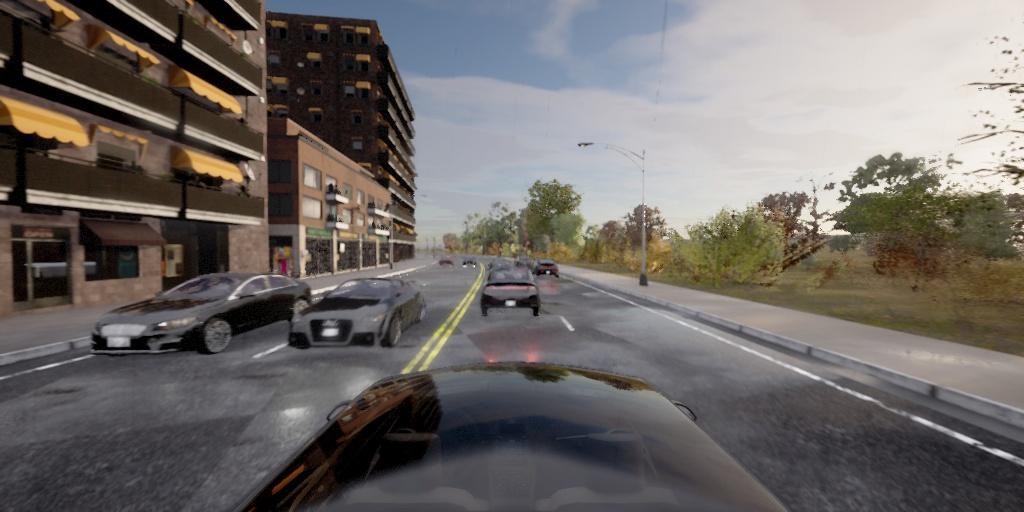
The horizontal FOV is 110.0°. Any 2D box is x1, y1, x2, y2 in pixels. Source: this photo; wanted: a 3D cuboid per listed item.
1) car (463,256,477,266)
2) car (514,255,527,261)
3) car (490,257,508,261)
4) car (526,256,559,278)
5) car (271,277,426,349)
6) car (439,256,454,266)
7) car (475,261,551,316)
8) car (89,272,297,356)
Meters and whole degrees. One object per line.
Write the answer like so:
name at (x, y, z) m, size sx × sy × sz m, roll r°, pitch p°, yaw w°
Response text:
car at (-5.992, 0.649, 51.323) m, size 1.994 × 1.385 × 4.181 m, roll 0°, pitch 1°, yaw -5°
car at (1.330, 0.666, 44.322) m, size 2.128 × 1.511 × 4.902 m, roll 0°, pitch 1°, yaw -5°
car at (-1.391, 0.826, 38.344) m, size 1.994 × 1.385 × 4.181 m, roll 0°, pitch 1°, yaw -4°
car at (2.514, 0.899, 28.573) m, size 1.837 × 1.490 × 4.892 m, roll 0°, pitch 1°, yaw -3°
car at (-3.454, 1.226, 8.757) m, size 1.994 × 1.385 × 4.181 m, roll 0°, pitch 1°, yaw -1°
car at (-9.144, 0.706, 50.214) m, size 1.895 × 1.301 × 4.718 m, roll 0°, pitch 1°, yaw -5°
car at (-0.088, 1.101, 12.628) m, size 2.128 × 1.511 × 4.902 m, roll 0°, pitch 1°, yaw -1°
car at (-6.697, 1.160, 8.511) m, size 2.128 × 1.511 × 4.902 m, roll 0°, pitch 1°, yaw -1°
